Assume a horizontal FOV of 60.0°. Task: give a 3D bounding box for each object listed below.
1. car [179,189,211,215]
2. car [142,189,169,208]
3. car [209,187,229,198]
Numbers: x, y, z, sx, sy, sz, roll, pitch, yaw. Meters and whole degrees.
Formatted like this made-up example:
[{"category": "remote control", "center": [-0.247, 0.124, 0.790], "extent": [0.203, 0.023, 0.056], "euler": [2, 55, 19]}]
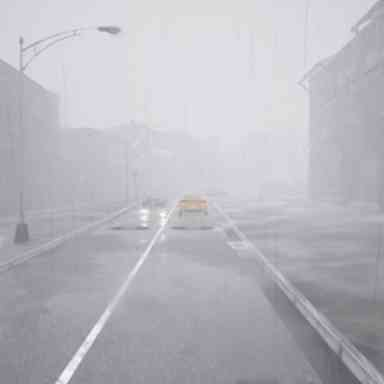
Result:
[{"category": "car", "center": [0.089, 0.682, 23.470], "extent": [1.882, 1.535, 5.008], "euler": [0, 3, 0]}, {"category": "car", "center": [-3.028, 0.510, 28.223], "extent": [1.812, 1.442, 4.674], "euler": [0, 3, 1]}, {"category": "car", "center": [3.150, -0.001, 42.506], "extent": [1.994, 1.385, 4.181], "euler": [0, 1, 29]}]
